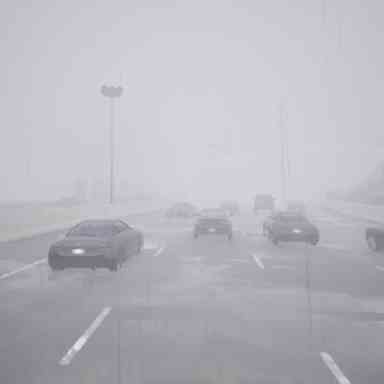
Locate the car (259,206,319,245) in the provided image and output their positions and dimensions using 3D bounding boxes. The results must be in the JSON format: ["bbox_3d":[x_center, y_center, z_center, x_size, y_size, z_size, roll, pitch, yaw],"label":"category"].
[{"bbox_3d":[4.518,1.575,15.705,1.994,1.385,4.181,0,0,5],"label":"car"}]

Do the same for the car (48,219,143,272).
[{"bbox_3d":[-2.911,1.558,10.892,1.994,1.385,4.181,0,0,4],"label":"car"}]

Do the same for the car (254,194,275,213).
[{"bbox_3d":[8.109,1.242,37.298,2.150,2.045,5.566,0,0,13],"label":"car"}]

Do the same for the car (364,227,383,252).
[{"bbox_3d":[7.588,1.619,10.975,1.895,1.301,4.718,0,0,4],"label":"car"}]

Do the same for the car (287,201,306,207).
[{"bbox_3d":[11.892,1.630,38.048,1.895,1.301,4.718,0,0,14],"label":"car"}]

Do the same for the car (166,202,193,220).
[{"bbox_3d":[-0.836,1.547,28.459,2.033,1.411,5.357,0,0,10],"label":"car"}]

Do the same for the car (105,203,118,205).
[{"bbox_3d":[-12.611,1.478,54.992,1.837,1.490,4.892,0,0,17],"label":"car"}]

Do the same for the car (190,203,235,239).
[{"bbox_3d":[1.151,1.529,17.229,1.812,1.442,4.674,0,0,6],"label":"car"}]

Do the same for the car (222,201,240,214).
[{"bbox_3d":[3.989,1.612,34.916,1.895,1.301,4.718,0,0,12],"label":"car"}]

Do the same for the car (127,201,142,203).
[{"bbox_3d":[-8.784,1.202,55.643,2.150,2.045,5.566,0,0,18],"label":"car"}]
